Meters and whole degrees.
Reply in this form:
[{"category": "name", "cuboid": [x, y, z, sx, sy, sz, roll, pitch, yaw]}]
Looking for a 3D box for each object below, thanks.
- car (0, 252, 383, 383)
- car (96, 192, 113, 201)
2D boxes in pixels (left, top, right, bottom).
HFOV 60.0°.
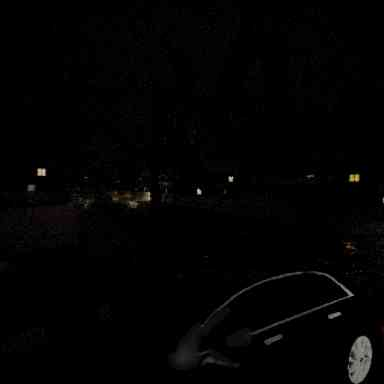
[{"category": "car", "cuboid": [0.278, 1.544, 3.743, 4.892, 1.490, 1.837, 1, 0, -35]}, {"category": "car", "cuboid": [-14.578, 0.754, 56.235, 1.812, 1.442, 4.674, 2, 0, -21]}]
